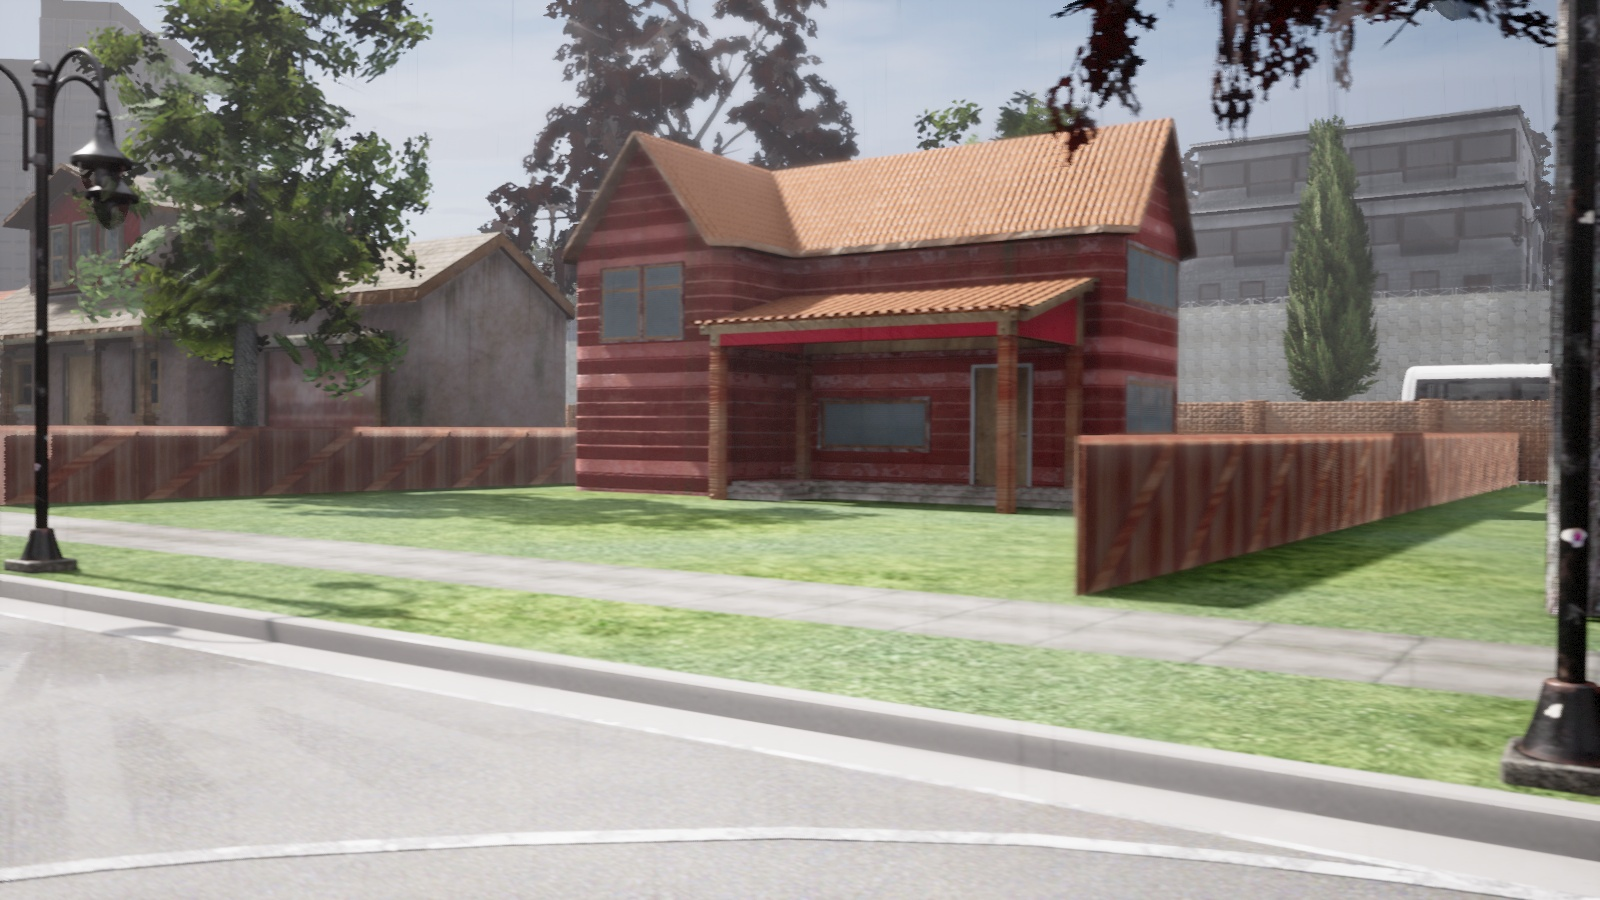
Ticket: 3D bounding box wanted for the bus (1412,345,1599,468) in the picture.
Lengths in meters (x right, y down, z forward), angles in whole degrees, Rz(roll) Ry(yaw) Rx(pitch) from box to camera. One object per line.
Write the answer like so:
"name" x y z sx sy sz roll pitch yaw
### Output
"bus" 28.087 -1.519 45.390 10.273 4.253 3.944 0 1 34
